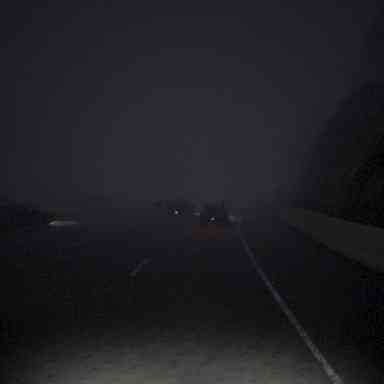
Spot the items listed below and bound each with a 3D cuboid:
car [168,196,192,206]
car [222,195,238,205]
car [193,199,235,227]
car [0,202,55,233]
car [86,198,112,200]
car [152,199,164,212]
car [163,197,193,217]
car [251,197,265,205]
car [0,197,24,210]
[{"bbox_3d":[-2.000,1.472,56.001,2.033,1.411,5.357,1,0,22],"label":"car"},{"bbox_3d":[6.497,1.391,57.684,2.097,1.767,4.553,1,0,21],"label":"car"},{"bbox_3d":[1.650,1.493,23.254,2.128,1.511,4.902,1,0,9],"label":"car"},{"bbox_3d":[-9.898,1.395,18.624,2.033,1.411,5.357,1,0,8],"label":"car"},{"bbox_3d":[-13.817,1.274,51.761,1.837,1.490,4.892,1,0,16],"label":"car"},{"bbox_3d":[-3.031,1.452,36.986,1.812,1.442,4.674,1,0,13],"label":"car"},{"bbox_3d":[-0.845,1.467,30.490,1.837,1.490,4.892,0,0,11],"label":"car"},{"bbox_3d":[12.577,1.682,63.337,1.994,1.385,4.181,1,0,23],"label":"car"},{"bbox_3d":[-20.986,1.244,36.949,1.994,1.385,4.181,1,0,11],"label":"car"}]
